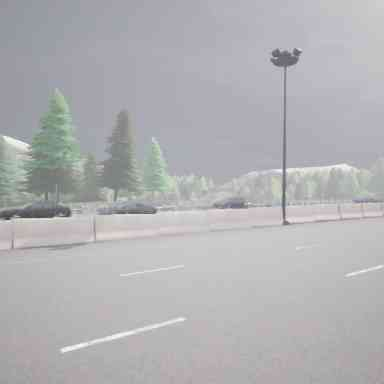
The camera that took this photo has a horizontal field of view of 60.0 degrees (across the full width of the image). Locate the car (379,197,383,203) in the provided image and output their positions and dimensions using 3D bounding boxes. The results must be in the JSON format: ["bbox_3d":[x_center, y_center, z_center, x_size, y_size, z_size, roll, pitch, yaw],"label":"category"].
[{"bbox_3d":[32.810,1.536,56.900,4.892,1.490,1.837,0,0,-34],"label":"car"}]

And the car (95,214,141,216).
[{"bbox_3d":[-5.118,1.495,26.073,4.902,1.511,2.128,0,0,-35],"label":"car"}]

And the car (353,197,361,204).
[{"bbox_3d":[30.774,1.510,59.719,5.008,1.535,1.882,0,0,-35],"label":"car"}]

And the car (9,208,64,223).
[{"bbox_3d":[-11.897,1.479,25.577,5.008,1.535,1.882,0,0,-35],"label":"car"}]
